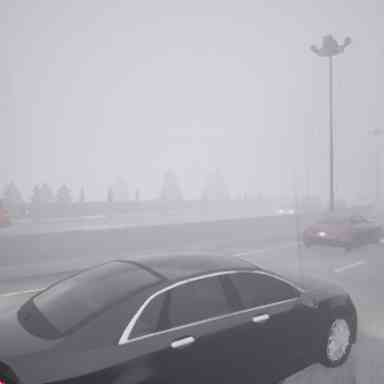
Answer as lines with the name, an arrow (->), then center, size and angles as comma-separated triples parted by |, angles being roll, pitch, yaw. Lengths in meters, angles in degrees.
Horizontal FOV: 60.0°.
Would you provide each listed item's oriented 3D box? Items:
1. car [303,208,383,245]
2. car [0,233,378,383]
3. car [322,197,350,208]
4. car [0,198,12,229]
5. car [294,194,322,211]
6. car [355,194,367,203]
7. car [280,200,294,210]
car -> 6.455, 1.583, 14.094 | 4.181, 1.385, 1.994 | 0, 0, -43
car -> 0.155, 1.516, 4.101 | 4.892, 1.490, 1.837 | 0, 0, -37
car -> 16.562, 1.596, 38.006 | 1.837, 1.490, 4.892 | 0, -1, 32
car -> -12.265, 1.302, 16.816 | 5.566, 2.045, 2.150 | 0, 0, -36
car -> 15.125, 1.341, 42.323 | 2.150, 2.045, 5.566 | -1, 0, 31
car -> 36.790, 1.383, 72.377 | 2.150, 2.045, 5.566 | -1, 0, 30
car -> 13.912, 1.758, 47.145 | 1.895, 1.301, 4.718 | -1, 0, 31
